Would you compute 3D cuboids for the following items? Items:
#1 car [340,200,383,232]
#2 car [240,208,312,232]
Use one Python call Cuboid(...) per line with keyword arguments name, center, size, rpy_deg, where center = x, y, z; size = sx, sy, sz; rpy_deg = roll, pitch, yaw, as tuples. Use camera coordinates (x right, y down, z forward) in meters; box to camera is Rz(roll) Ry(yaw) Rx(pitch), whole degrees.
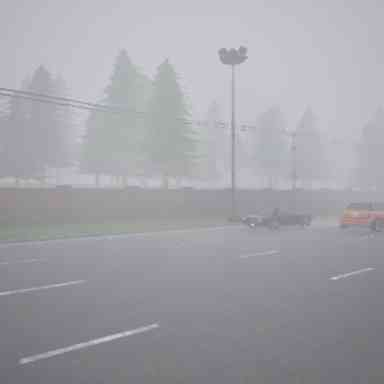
Cuboid(name="car", center=(11.050, 1.362, 20.241), size=(4.553, 1.767, 2.097), rpy_deg=(0, 0, -36))
Cuboid(name="car", center=(5.292, 1.608, 20.431), size=(4.718, 1.301, 1.895), rpy_deg=(0, 0, -36))
